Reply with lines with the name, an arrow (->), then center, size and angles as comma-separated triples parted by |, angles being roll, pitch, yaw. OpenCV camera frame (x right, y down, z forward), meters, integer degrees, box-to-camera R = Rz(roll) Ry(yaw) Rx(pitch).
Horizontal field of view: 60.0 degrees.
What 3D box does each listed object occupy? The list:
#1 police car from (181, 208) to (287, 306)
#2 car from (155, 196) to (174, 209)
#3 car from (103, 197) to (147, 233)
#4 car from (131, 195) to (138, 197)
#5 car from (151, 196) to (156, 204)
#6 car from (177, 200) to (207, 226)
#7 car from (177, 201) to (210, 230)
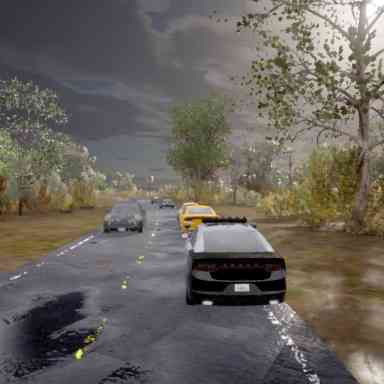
police car -> 0.774, 1.425, 8.246 | 1.930, 1.638, 5.238 | 0, 0, -2
car -> -3.577, 1.543, 46.143 | 2.033, 1.411, 5.357 | 0, 0, -9
car -> -3.771, 1.351, 19.399 | 2.097, 1.767, 4.553 | 0, 0, -4
car -> -13.477, 1.498, 77.589 | 1.837, 1.490, 4.892 | 0, 0, -15
car -> -6.817, 1.519, 63.503 | 1.812, 1.442, 4.674 | 0, 0, -12
car -> -0.141, 1.453, 24.425 | 1.801, 1.575, 5.366 | 0, 0, -5
car -> 0.313, 1.477, 18.204 | 1.882, 1.535, 5.008 | 0, 0, -4
